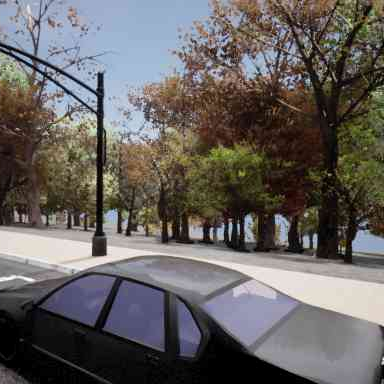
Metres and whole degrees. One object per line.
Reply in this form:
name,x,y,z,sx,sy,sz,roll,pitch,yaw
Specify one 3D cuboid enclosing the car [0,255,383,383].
car,-0.558,1.547,4.076,5.357,1.411,2.033,0,0,35
